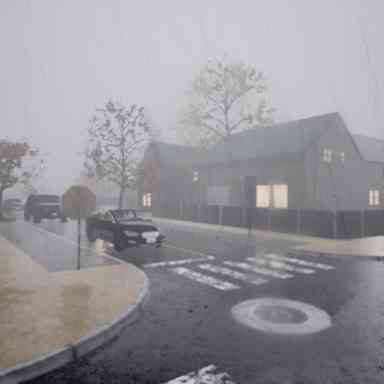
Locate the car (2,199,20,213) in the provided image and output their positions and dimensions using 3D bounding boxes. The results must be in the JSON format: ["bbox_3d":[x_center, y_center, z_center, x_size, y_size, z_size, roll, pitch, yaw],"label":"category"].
[{"bbox_3d":[-18.998,1.444,35.536,1.812,1.442,4.674,1,-1,-38],"label":"car"}]

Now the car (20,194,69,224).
[{"bbox_3d":[-10.890,1.181,24.699,2.150,2.045,5.566,1,-1,-37],"label":"car"}]

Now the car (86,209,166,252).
[{"bbox_3d":[-2.945,1.488,14.089,2.128,1.511,4.902,1,-1,-37],"label":"car"}]
